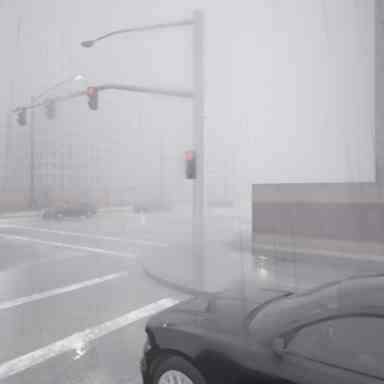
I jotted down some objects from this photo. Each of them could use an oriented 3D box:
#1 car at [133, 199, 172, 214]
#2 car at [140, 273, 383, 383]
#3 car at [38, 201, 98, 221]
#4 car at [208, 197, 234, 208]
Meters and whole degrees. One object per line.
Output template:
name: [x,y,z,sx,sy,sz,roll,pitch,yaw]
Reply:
car: [-4.177,1.490,35.573,1.837,1.490,4.892,0,0,36]
car: [1.731,1.478,2.771,5.008,1.535,1.882,0,0,37]
car: [-10.105,1.478,27.436,2.128,1.511,4.902,0,0,34]
car: [4.163,1.464,46.998,1.882,1.535,5.008,0,0,36]
